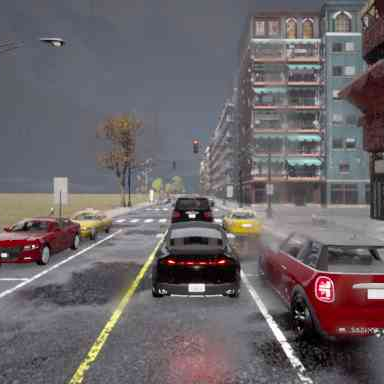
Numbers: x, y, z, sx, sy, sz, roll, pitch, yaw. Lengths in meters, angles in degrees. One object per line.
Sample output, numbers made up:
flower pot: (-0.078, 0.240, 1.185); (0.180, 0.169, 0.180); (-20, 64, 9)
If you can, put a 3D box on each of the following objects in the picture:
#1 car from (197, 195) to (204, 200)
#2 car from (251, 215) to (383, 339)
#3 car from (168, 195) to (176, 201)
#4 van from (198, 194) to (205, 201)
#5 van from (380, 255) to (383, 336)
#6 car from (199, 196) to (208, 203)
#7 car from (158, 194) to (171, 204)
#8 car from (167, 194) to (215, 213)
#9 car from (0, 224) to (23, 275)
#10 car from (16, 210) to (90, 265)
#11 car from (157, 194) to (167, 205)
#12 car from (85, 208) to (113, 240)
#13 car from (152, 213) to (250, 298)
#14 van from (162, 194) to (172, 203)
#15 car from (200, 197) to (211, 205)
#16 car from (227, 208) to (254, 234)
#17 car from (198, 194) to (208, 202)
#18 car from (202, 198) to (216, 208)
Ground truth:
car: (2.468, 1.555, 95.617); (1.752, 1.417, 4.829); (1, 0, 0)
car: (2.568, 1.442, 6.555); (1.967, 1.590, 4.097); (1, 0, 0)
car: (-5.406, 1.609, 89.266); (1.802, 1.307, 4.206); (1, 0, 0)
van: (2.476, 1.368, 89.786); (1.690, 1.788, 3.998); (1, 0, 0)
van: (2.575, 1.341, 1.010); (1.690, 1.788, 3.998); (1, 0, 0)
car: (2.493, 1.587, 72.803); (1.947, 1.339, 4.313); (1, 0, 0)
car: (-5.378, 1.334, 66.650); (2.192, 1.841, 5.009); (1, 0, 0)
car: (0.060, 1.226, 18.367); (2.150, 2.045, 5.566); (0, 0, 1)
car: (-5.313, 1.552, 6.136); (2.008, 1.369, 4.403); (1, 0, 0)
car: (-5.319, 1.548, 11.673); (1.887, 1.381, 4.507); (1, 0, 0)
car: (-5.373, 1.457, 60.995); (1.967, 1.590, 4.097); (1, 0, 0)
car: (-5.325, 1.530, 17.039); (1.752, 1.417, 4.829); (1, 0, 0)
car: (0.090, 1.507, 8.513); (1.837, 1.490, 4.892); (0, 0, 0)
van: (-5.384, 1.362, 72.304); (1.690, 1.788, 3.998); (1, 0, 0)
car: (2.505, 1.599, 61.481); (1.802, 1.307, 4.206); (1, 0, 0)
car: (2.554, 1.530, 17.815); (1.752, 1.417, 4.829); (1, 0, 0)
car: (2.489, 1.338, 78.464); (2.192, 1.841, 5.009); (1, 0, 0)
car: (2.518, 1.565, 50.159); (2.008, 1.369, 4.403); (1, 0, 0)
